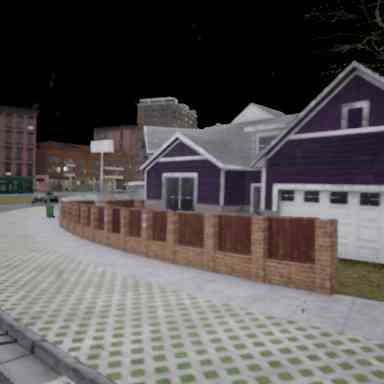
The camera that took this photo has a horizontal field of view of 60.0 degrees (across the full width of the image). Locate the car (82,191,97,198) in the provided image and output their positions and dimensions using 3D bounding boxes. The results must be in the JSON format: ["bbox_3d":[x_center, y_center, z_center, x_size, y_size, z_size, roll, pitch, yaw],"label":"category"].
[{"bbox_3d":[-18.725,0.498,61.802,1.994,1.385,4.181,2,2,14],"label":"car"}]

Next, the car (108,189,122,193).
[{"bbox_3d":[-16.125,0.079,71.173,2.128,1.511,4.902,2,3,21],"label":"car"}]

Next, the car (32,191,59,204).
[{"bbox_3d":[-20.435,0.715,46.642,2.097,1.767,4.553,2,1,2],"label":"car"}]
